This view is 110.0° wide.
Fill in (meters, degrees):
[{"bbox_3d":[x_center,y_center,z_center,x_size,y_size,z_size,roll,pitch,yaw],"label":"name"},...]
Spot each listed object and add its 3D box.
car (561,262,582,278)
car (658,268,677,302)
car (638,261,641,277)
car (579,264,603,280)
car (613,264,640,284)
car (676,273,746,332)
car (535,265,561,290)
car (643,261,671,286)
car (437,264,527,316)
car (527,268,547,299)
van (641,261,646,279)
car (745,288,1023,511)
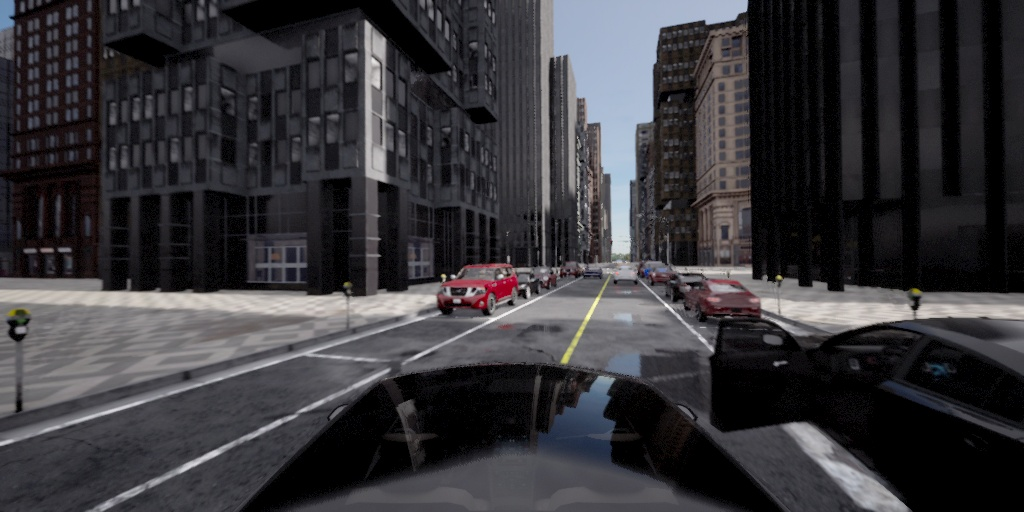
[{"bbox_3d":[6.800,1.561,41.509,2.192,1.841,5.009,0,0,17],"label":"car"},{"bbox_3d":[8.606,1.469,17.607,1.948,1.339,4.313,0,0,17],"label":"car"},{"bbox_3d":[14.974,1.592,39.088,1.967,1.591,4.097,0,0,17],"label":"car"},{"bbox_3d":[8.653,1.788,38.157,1.895,1.301,4.718,-1,-1,17],"label":"car"},{"bbox_3d":[9.896,1.610,31.417,1.812,1.442,4.674,-1,-1,17],"label":"car"},{"bbox_3d":[7.014,1.423,12.237,1.802,1.307,4.207,0,0,17],"label":"car"},{"bbox_3d":[2.024,1.500,25.396,1.967,1.591,4.097,0,0,17],"label":"car"},{"bbox_3d":[11.790,1.467,28.348,1.967,1.591,4.097,0,0,17],"label":"car"},{"bbox_3d":[-1.160,1.251,14.655,2.192,1.841,5.009,0,0,17],"label":"car"},{"bbox_3d":[0.432,1.564,20.026,1.948,1.339,4.313,0,0,17],"label":"car"},{"bbox_3d":[13.382,1.430,33.718,1.690,1.789,3.998,0,0,17],"label":"van"},{"bbox_3d":[3.780,1.214,2.769,1.882,1.535,5.008,-1,-1,17],"label":"car"}]
